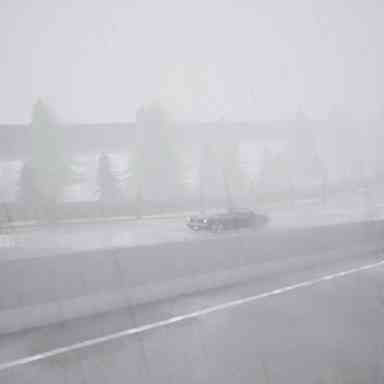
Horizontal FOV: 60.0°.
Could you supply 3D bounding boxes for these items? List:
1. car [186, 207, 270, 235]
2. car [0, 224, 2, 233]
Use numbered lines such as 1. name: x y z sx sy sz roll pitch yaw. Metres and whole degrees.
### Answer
1. car: 2.005 1.508 18.291 4.718 1.301 1.895 0 0 -35
2. car: -10.609 1.499 13.616 4.902 1.511 2.128 -1 0 -35
